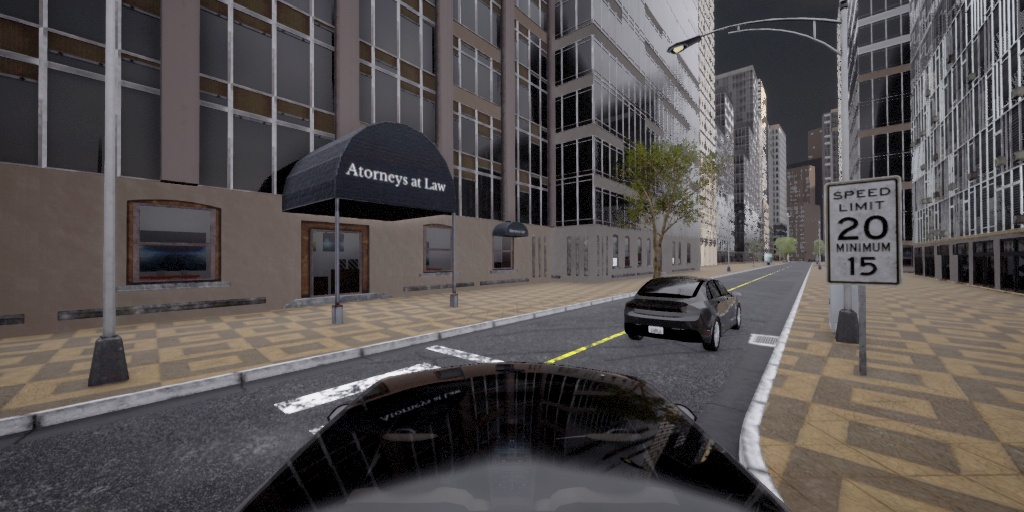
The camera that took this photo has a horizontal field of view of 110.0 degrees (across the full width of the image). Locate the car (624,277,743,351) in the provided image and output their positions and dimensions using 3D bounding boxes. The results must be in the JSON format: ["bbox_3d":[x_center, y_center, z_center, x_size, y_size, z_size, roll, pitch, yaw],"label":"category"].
[{"bbox_3d":[4.488,1.257,9.145,1.837,1.490,4.892,-1,0,40],"label":"car"}]
